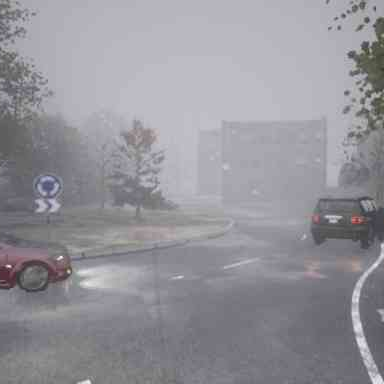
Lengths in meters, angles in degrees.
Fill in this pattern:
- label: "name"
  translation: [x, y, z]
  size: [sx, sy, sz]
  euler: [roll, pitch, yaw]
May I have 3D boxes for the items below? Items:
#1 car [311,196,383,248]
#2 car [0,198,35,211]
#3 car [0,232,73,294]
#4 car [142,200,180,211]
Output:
- label: "car"
  translation: [7.171, 1.206, 14.945]
  size: [2.150, 2.045, 5.566]
  euler: [0, 0, 39]
- label: "car"
  translation: [-21.112, 1.498, 40.083]
  size: [4.892, 1.490, 1.837]
  euler: [-2, 1, -26]
- label: "car"
  translation: [-5.008, 1.557, 7.748]
  size: [4.181, 1.385, 1.994]
  euler: [0, 0, -22]
- label: "car"
  translation: [-3.861, 1.586, 39.837]
  size: [4.718, 1.301, 1.895]
  euler: [0, 0, 31]
